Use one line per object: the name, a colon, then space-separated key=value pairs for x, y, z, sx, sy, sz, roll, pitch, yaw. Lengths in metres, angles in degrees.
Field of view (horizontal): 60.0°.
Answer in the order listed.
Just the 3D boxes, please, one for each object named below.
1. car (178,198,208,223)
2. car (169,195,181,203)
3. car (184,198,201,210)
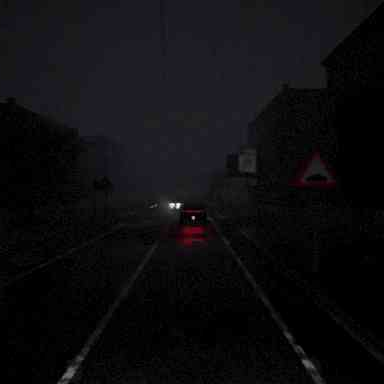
car: x=0.097 y=1.439 z=24.660 sx=1.837 sy=1.490 sz=4.892 roll=0 pitch=1 yaw=0
car: x=-3.045 y=1.266 z=60.484 sx=2.128 sy=1.511 sz=4.902 roll=0 pitch=0 yaw=1
car: x=0.099 y=1.445 z=41.015 sx=1.994 sy=1.385 sz=4.181 roll=0 pitch=0 yaw=0
